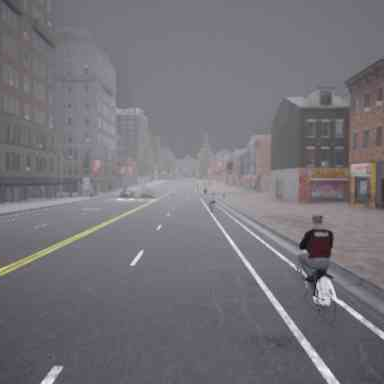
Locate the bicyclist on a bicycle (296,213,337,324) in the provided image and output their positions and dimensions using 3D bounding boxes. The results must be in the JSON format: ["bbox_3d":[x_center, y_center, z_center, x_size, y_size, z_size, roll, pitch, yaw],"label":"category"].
[{"bbox_3d":[2.160,1.244,5.960,0.659,1.776,1.843,0,1,-1],"label":"bicyclist on a bicycle"}]

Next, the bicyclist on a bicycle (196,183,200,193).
[{"bbox_3d":[1.305,-0.593,75.301,0.866,1.612,1.509,6,2,0],"label":"bicyclist on a bicycle"}]

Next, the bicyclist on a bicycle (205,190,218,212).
[{"bbox_3d":[1.689,0.821,27.162,0.866,1.612,1.509,5,2,0],"label":"bicyclist on a bicycle"}]

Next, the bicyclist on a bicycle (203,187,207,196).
[{"bbox_3d":[1.937,0.201,47.893,0.659,1.776,1.843,0,2,-1],"label":"bicyclist on a bicycle"}]

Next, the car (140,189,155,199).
[{"bbox_3d":[-6.785,0.244,51.316,1.837,1.490,4.892,0,1,0],"label":"car"}]

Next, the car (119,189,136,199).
[{"bbox_3d":[-10.035,0.287,51.828,1.994,1.385,4.181,0,2,0],"label":"car"}]
